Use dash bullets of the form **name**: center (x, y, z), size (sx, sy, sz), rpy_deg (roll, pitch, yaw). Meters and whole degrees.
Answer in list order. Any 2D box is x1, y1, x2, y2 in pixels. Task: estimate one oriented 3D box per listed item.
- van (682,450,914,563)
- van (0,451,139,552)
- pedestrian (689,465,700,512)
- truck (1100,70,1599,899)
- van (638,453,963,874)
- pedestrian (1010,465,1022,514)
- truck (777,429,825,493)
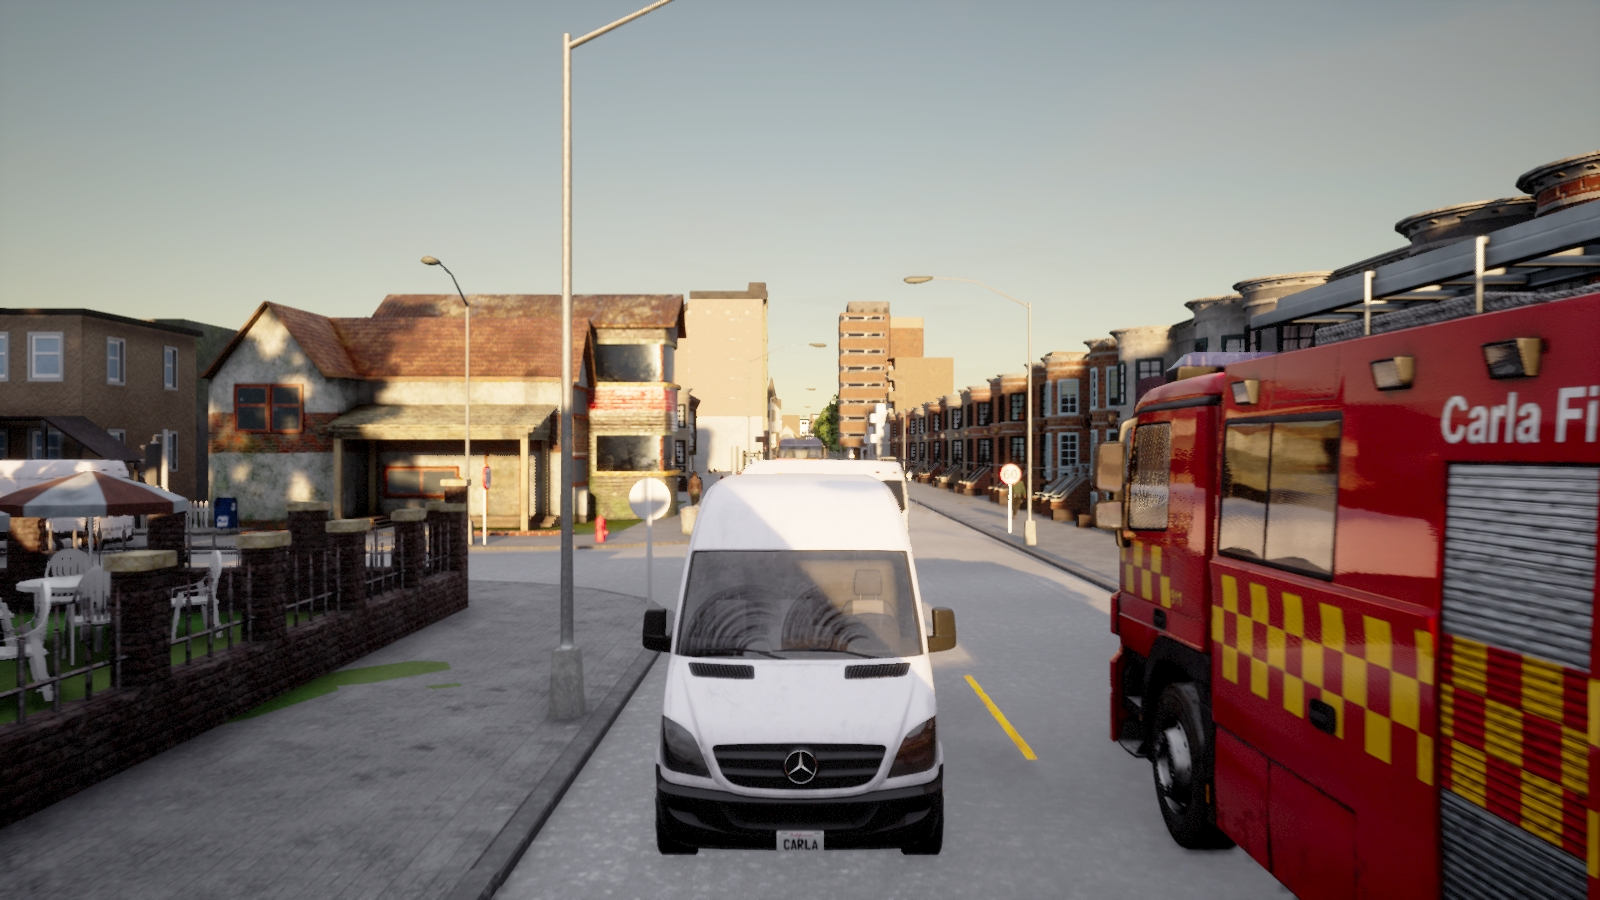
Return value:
- **van**: center (-0.168, 1.313, 28.679), size (5.915, 2.561, 1.988), rpy_deg (0, -1, 41)
- **van**: center (-20.870, 1.314, 29.953), size (5.915, 2.561, 1.988), rpy_deg (0, 0, 0)
- **pedestrian**: center (-4.180, 1.525, 45.422), size (0.375, 1.860, 0.375), rpy_deg (0, 0, 5)
- **truck**: center (4.047, 0.670, 5.553), size (2.891, 3.827, 8.468), rpy_deg (0, 0, 0)
- **van**: center (0.003, 1.314, 9.954), size (1.988, 2.561, 5.915), rpy_deg (0, 0, 0)
- **pedestrian**: center (8.315, 1.525, 43.981), size (0.375, 1.860, 0.375), rpy_deg (0, 0, 20)
- **truck**: center (0.039, 0.667, 72.851), size (2.891, 3.827, 8.468), rpy_deg (0, 0, 0)
